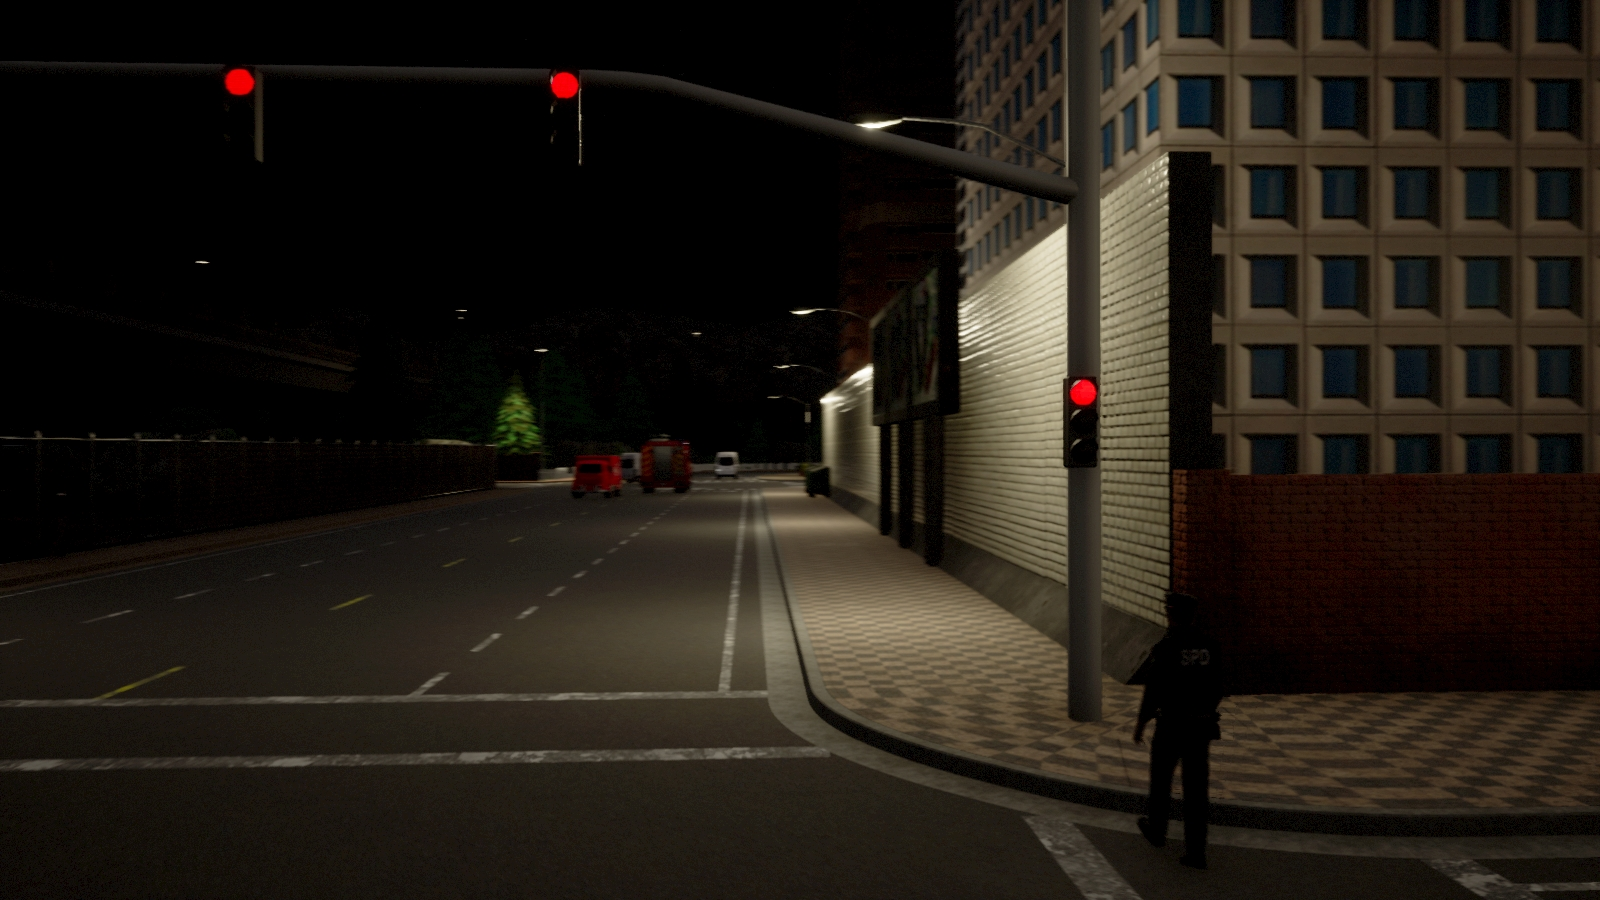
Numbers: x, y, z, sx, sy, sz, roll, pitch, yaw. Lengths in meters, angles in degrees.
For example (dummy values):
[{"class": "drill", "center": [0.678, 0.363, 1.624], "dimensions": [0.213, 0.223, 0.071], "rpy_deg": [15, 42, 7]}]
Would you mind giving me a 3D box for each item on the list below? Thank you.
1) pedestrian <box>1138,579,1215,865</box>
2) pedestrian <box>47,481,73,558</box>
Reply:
[{"class": "pedestrian", "center": [2.574, 1.838, 7.828], "dimensions": [0.375, 1.860, 0.375], "rpy_deg": [0, 0, -5]}, {"class": "pedestrian", "center": [-18.079, 1.692, 27.917], "dimensions": [0.375, 1.860, 0.375], "rpy_deg": [0, 0, 0]}]
